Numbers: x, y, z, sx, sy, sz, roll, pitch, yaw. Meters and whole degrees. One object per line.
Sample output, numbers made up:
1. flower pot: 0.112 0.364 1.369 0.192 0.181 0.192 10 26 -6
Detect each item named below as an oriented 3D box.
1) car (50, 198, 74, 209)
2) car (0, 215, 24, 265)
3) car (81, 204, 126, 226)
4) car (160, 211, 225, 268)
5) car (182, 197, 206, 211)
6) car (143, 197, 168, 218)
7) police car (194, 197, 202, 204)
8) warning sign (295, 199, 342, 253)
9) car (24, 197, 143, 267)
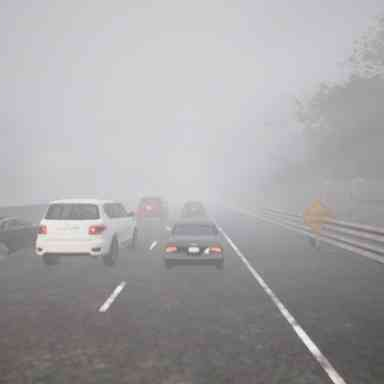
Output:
1. car: -20.869 1.845 53.761 1.882 1.535 5.008 0 0 1
2. car: -6.911 1.564 12.009 2.128 1.511 4.902 0 0 1
3. car: -6.865 1.716 26.496 2.033 1.411 5.357 0 0 1
4. car: 0.083 1.617 11.470 2.033 1.411 5.357 0 0 1
5. car: 0.171 1.544 29.889 2.097 1.767 4.553 0 -1 1
6. car: -3.336 1.410 28.967 2.150 2.045 5.566 0 0 1
7. police car: 1.512 2.024 82.238 1.930 1.638 5.238 0 -1 0
8. warning sign: 4.588 1.189 12.121 1.300 1.860 1.060 0 0 0
9. car: -3.418 1.287 11.939 2.150 2.045 5.566 0 -1 1
